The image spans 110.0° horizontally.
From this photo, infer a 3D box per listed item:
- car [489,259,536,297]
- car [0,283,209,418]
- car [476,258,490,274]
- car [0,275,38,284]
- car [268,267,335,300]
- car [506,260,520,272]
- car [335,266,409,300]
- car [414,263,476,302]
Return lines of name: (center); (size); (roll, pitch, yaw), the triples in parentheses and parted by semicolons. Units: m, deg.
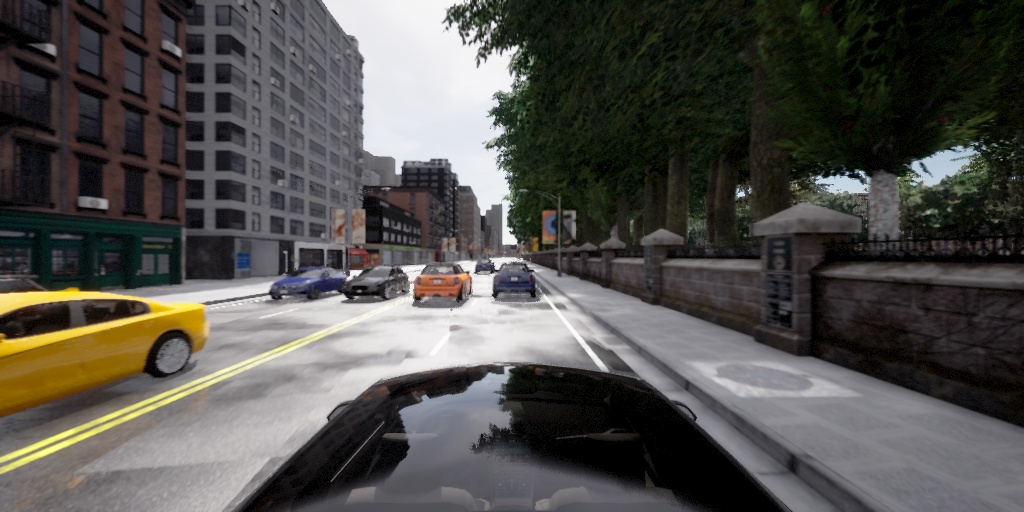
car: (0.109, 1.107, 19.044); (2.097, 1.767, 4.553); (0, 0, 0)
car: (-6.572, 1.229, 4.532); (1.882, 1.535, 5.008); (0, 0, 0)
car: (-3.132, 1.110, 42.199); (2.097, 1.767, 4.553); (0, 0, 0)
car: (-9.818, 1.104, 5.290); (2.097, 1.767, 4.553); (0, 0, 0)
car: (-9.811, 1.282, 17.732); (1.812, 1.442, 4.674); (0, 0, 0)
car: (0.122, 1.284, 45.944); (1.812, 1.442, 4.674); (0, 0, 0)
car: (-6.561, 1.261, 17.859); (1.837, 1.490, 4.892); (0, 0, 0)
car: (-3.141, 1.108, 17.213); (2.097, 1.767, 4.553); (0, 0, 0)
